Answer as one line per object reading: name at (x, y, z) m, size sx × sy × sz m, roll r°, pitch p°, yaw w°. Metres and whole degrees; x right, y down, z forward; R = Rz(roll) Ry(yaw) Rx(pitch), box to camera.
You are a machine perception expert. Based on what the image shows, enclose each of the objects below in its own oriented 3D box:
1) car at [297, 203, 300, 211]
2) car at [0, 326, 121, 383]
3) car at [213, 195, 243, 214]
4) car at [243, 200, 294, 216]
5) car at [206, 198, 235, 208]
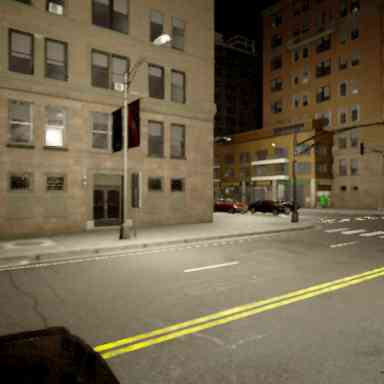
car at (10.346, 1.556, 38.142) m, size 1.947 × 1.339 × 4.313 m, roll 0°, pitch 0°, yaw -35°
car at (-2.594, 1.602, 1.585) m, size 4.718 × 1.301 × 1.895 m, roll 0°, pitch 0°, yaw -36°
car at (3.792, 1.405, 33.511) m, size 1.967 × 1.590 × 4.097 m, roll 0°, pitch 0°, yaw -35°
car at (7.532, 1.499, 32.615) m, size 1.812 × 1.442 × 4.674 m, roll 0°, pitch 0°, yaw -35°
car at (3.985, 1.570, 47.144) m, size 1.802 × 1.307 × 4.206 m, roll 0°, pitch 0°, yaw -35°
